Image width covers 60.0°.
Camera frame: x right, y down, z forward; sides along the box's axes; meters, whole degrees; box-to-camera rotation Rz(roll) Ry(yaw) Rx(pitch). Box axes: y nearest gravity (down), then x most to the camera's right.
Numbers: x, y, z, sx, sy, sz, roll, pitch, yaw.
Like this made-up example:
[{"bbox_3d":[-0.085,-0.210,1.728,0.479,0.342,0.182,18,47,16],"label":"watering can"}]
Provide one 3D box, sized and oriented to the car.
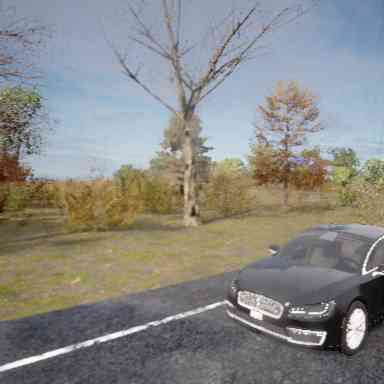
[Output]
[{"bbox_3d":[2.734,1.395,6.032,4.892,1.490,1.837,0,2,-40],"label":"car"}]
